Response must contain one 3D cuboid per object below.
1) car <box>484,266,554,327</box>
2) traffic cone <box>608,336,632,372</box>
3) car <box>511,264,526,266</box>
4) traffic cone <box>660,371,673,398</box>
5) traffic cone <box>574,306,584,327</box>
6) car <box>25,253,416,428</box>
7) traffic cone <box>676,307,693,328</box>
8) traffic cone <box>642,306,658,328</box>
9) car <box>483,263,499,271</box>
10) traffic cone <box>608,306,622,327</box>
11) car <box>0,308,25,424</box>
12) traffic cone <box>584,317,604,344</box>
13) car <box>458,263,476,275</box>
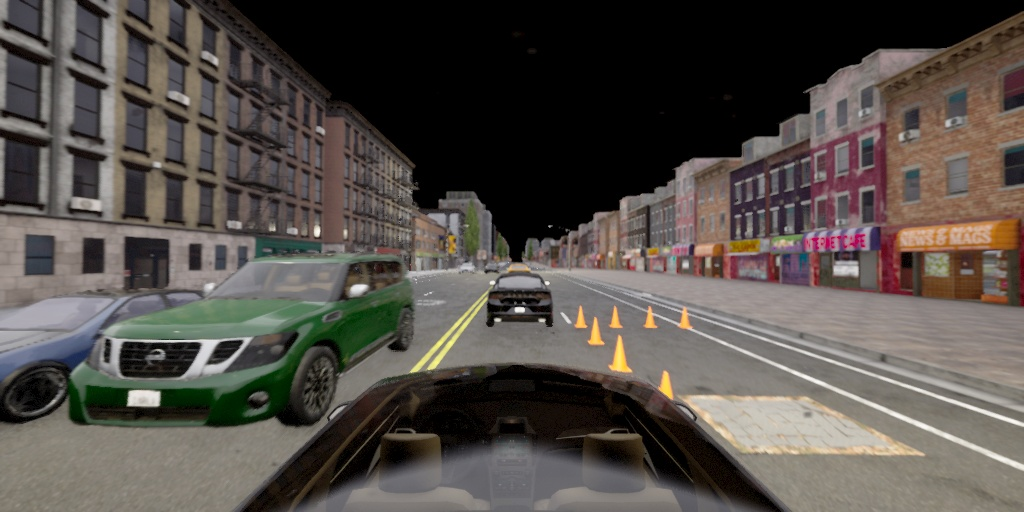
[{"bbox_3d":[0.250,1.267,11.810,1.882,1.535,5.008,0,0,1],"label":"car"},{"bbox_3d":[1.927,1.727,6.418,0.340,0.580,0.340,0,0,1],"label":"traffic cone"},{"bbox_3d":[0.556,1.441,30.054,1.882,1.535,5.008,0,-1,1],"label":"car"},{"bbox_3d":[1.894,1.720,4.418,0.340,0.580,0.340,0,0,1],"label":"traffic cone"},{"bbox_3d":[1.994,1.744,10.417,0.340,0.580,0.340,0,0,1],"label":"traffic cone"},{"bbox_3d":[-3.303,0.966,6.050,2.150,2.045,5.566,0,0,1],"label":"car"},{"bbox_3d":[4.993,1.759,10.367,0.340,0.580,0.340,0,0,1],"label":"traffic cone"},{"bbox_3d":[3.994,1.754,10.383,0.340,0.580,0.340,0,0,1],"label":"traffic cone"},{"bbox_3d":[-2.590,1.657,47.345,1.837,1.490,4.892,0,0,1],"label":"car"},{"bbox_3d":[2.994,1.749,10.400,0.340,0.580,0.340,0,0,1],"label":"traffic cone"},{"bbox_3d":[-6.546,1.276,5.975,2.033,1.411,5.357,0,0,1],"label":"car"},{"bbox_3d":[1.961,1.736,8.417,0.340,0.580,0.340,0,0,1],"label":"traffic cone"},{"bbox_3d":[-5.843,1.660,47.128,1.812,1.442,4.674,0,-1,1],"label":"car"}]
